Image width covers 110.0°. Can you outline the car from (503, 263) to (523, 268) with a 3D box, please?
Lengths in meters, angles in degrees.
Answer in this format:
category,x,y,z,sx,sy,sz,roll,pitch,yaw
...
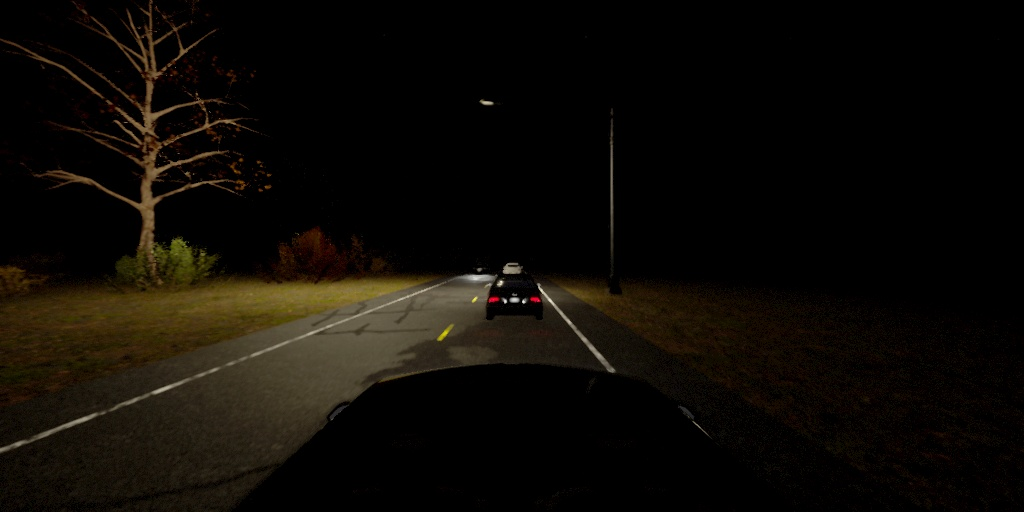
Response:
category,x,y,z,sx,sy,sz,roll,pitch,yaw
car,0.095,1.381,34.239,1.812,1.442,4.674,0,0,0

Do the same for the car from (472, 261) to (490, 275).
category,x,y,z,sx,sy,sz,roll,pitch,yaw
car,-3.591,1.373,42.207,2.128,1.511,4.902,0,0,0

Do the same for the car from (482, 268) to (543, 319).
category,x,y,z,sx,sy,sz,roll,pitch,yaw
car,0.084,1.333,12.927,2.033,1.411,5.357,0,0,0
